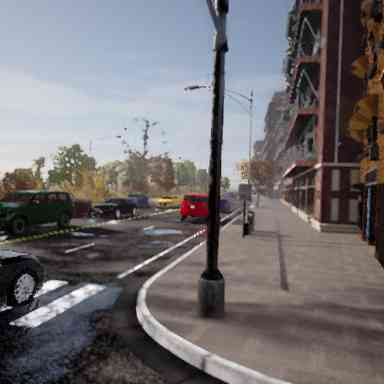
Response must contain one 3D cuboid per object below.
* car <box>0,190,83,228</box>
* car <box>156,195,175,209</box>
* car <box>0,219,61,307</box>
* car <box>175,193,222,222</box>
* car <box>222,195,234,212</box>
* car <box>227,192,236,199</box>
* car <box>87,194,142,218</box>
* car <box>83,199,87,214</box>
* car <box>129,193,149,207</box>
[{"bbox_3d":[-8.317,0.932,16.993,2.150,2.045,5.566,2,1,16],"label":"car"},{"bbox_3d":[-2.806,1.144,40.510,1.882,1.535,5.008,2,1,13],"label":"car"},{"bbox_3d":[-4.491,1.474,5.289,1.837,1.490,4.892,2,1,14],"label":"car"},{"bbox_3d":[0.663,1.152,26.179,2.150,2.045,5.566,2,1,13],"label":"car"},{"bbox_3d":[3.199,1.434,37.259,1.812,1.442,4.674,2,1,13],"label":"car"},{"bbox_3d":[11.096,0.892,93.787,2.150,2.045,5.566,2,0,9],"label":"car"},{"bbox_3d":[-6.032,1.171,26.609,1.882,1.535,5.008,2,1,13],"label":"car"},{"bbox_3d":[-9.497,1.143,26.071,1.994,1.385,4.181,2,1,14],"label":"car"},{"bbox_3d":[-6.605,0.908,38.458,2.097,1.767,4.553,2,0,13],"label":"car"}]
